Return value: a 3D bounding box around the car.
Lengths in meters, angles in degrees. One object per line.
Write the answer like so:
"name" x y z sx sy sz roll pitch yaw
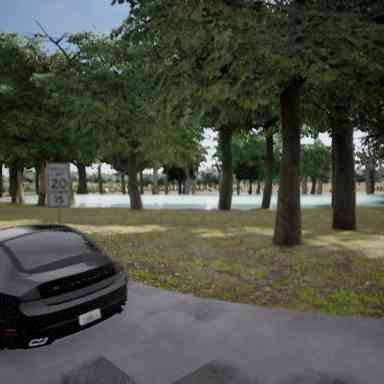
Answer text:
"car" -3.085 1.376 6.093 4.892 1.490 1.837 1 7 45
